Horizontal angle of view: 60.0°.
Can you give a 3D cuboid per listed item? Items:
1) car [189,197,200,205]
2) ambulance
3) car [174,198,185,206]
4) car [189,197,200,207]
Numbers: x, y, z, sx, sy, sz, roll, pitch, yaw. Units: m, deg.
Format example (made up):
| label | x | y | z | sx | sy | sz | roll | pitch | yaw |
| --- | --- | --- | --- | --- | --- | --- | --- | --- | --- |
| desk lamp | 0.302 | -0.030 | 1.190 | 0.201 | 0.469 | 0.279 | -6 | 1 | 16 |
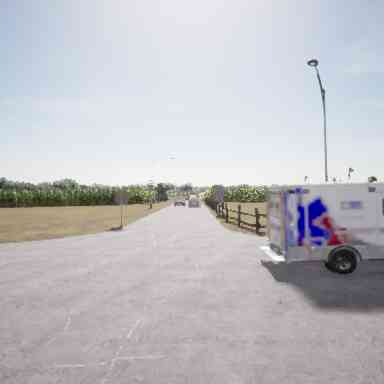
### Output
| label | x | y | z | sx | sy | sz | roll | pitch | yaw |
| --- | --- | --- | --- | --- | --- | --- | --- | --- | --- |
| car | 0.544 | 1.836 | 67.550 | 2.128 | 1.511 | 4.902 | 0 | -1 | 0 |
| ambulance | 5.321 | 0.945 | 9.755 | 6.366 | 2.431 | 2.351 | -2 | 0 | 1 |
| car | -2.253 | 1.817 | 61.738 | 1.812 | 1.442 | 4.674 | 0 | 0 | 0 |
| car | 0.460 | 1.733 | 57.128 | 1.882 | 1.535 | 5.008 | 0 | 0 | 0 |
